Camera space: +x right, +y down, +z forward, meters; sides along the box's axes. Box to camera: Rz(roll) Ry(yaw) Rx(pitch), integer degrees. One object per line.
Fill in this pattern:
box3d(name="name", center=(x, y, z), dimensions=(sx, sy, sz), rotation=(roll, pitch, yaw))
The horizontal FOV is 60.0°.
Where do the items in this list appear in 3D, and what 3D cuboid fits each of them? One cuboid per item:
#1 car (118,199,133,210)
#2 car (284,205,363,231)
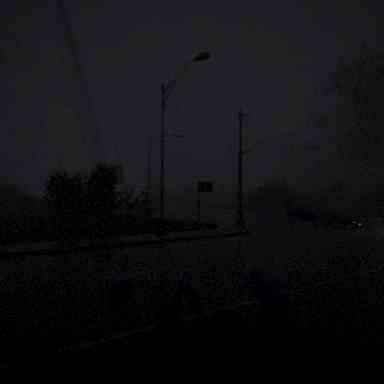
box3d(name="car", center=(-7.656, 1.618, 41.307), dimensions=(1.812, 1.442, 4.674), rotation=(0, 0, -39))
box3d(name="car", center=(8.294, 1.644, 21.331), dimensions=(1.837, 1.490, 4.892), rotation=(0, 0, -39))
